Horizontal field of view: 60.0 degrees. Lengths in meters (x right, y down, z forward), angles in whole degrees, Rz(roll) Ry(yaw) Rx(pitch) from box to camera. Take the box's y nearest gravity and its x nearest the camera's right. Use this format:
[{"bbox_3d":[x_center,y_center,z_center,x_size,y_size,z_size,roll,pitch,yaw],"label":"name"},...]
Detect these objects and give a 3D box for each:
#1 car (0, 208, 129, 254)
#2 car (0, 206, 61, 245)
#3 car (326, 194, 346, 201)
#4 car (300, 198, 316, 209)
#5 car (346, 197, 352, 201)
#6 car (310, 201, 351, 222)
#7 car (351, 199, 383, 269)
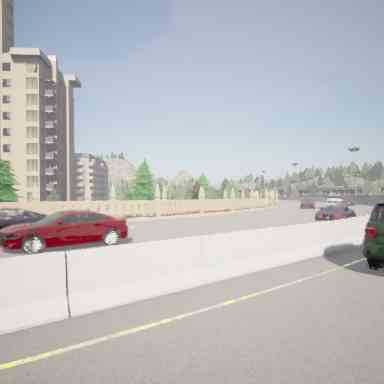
[{"bbox_3d":[-5.038,1.482,13.636,5.008,1.535,1.882,0,0,-40],"label":"car"},{"bbox_3d":[-8.820,1.495,15.107,4.902,1.511,2.128,0,0,-38],"label":"car"},{"bbox_3d":[20.750,1.381,48.394,2.150,2.045,5.566,0,0,22],"label":"car"},{"bbox_3d":[16.649,1.640,47.749,1.882,1.535,5.008,0,0,23],"label":"car"},{"bbox_3d":[28.621,1.718,61.119,1.837,1.490,4.892,0,0,15],"label":"car"},{"bbox_3d":[10.566,1.607,24.468,1.994,1.385,4.181,0,0,38],"label":"car"},{"bbox_3d":[7.179,1.230,10.168,5.566,2.045,2.150,0,0,-43],"label":"car"}]
